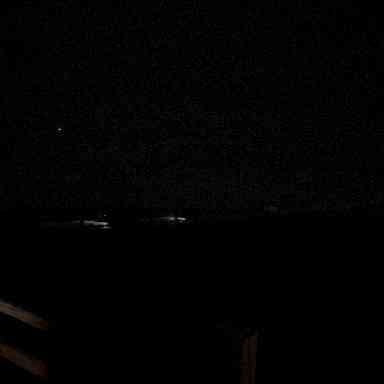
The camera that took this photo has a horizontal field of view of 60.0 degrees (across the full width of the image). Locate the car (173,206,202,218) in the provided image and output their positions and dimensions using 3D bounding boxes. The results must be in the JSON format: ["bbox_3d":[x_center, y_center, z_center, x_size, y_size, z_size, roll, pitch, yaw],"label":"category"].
[{"bbox_3d":[-0.509,2.578,44.035,1.837,1.490,4.892,3,0,36],"label":"car"}]

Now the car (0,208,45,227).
[{"bbox_3d":[-14.032,1.910,25.241,2.033,1.411,5.357,3,0,36],"label":"car"}]

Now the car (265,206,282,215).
[{"bbox_3d":[14.819,3.331,60.358,1.812,1.442,4.674,3,0,36],"label":"car"}]

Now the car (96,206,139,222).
[{"bbox_3d":[-7.574,2.213,34.233,1.837,1.490,4.892,3,0,36],"label":"car"}]
